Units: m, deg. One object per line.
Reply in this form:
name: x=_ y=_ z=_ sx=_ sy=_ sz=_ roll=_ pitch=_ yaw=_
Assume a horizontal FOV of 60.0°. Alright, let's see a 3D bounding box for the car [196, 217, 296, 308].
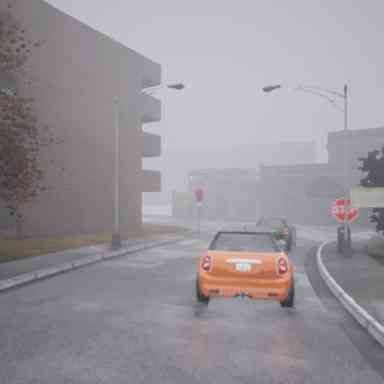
car: x=1.480 y=1.690 z=9.007 sx=2.097 sy=1.767 sz=4.553 roll=0 pitch=-3 yaw=11
